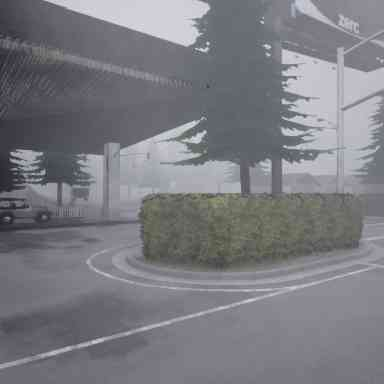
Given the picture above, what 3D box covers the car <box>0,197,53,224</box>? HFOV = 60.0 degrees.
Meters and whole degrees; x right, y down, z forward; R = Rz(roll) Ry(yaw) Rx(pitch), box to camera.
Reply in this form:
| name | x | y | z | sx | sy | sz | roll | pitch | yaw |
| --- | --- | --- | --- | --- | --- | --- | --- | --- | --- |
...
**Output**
| name | x | y | z | sx | sy | sz | roll | pitch | yaw |
| --- | --- | --- | --- | --- | --- | --- | --- | --- | --- |
| car | -12.003 | 1.313 | 23.463 | 3.866 | 1.878 | 1.905 | 0 | 0 | -36 |
